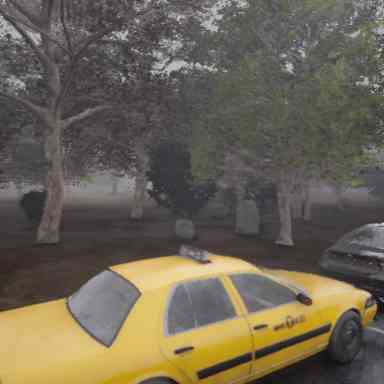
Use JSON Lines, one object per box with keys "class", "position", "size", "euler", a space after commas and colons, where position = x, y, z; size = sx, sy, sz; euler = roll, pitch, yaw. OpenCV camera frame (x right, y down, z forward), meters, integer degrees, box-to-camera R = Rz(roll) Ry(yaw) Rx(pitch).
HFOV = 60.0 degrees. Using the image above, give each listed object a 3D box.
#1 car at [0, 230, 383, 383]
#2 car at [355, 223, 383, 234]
{"class": "car", "position": [0.268, 1.467, 4.221], "size": [5.366, 1.575, 1.946], "euler": [0, 1, -33]}
{"class": "car", "position": [4.939, 1.451, 7.556], "size": [4.892, 1.521, 2.231], "euler": [-1, 2, -33]}
